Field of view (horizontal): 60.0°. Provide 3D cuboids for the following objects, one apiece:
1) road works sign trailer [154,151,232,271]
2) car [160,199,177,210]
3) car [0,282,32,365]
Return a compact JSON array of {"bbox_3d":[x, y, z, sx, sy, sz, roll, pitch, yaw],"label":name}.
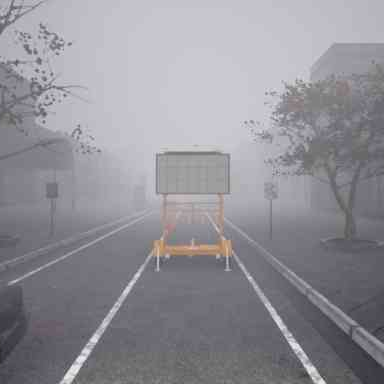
[{"bbox_3d":[0.025,0.480,10.926,2.380,3.560,2.880,0,0,0],"label":"road works sign trailer"},{"bbox_3d":[-2.999,1.621,43.232,1.994,1.385,4.181,0,0,0],"label":"car"},{"bbox_3d":[-3.096,1.549,2.193,2.033,1.411,5.357,0,0,0],"label":"car"}]
